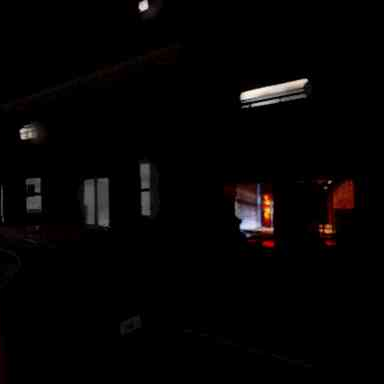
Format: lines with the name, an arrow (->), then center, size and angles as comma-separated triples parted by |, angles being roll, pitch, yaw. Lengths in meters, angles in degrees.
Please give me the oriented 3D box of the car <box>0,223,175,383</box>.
car -> -2.523, 1.365, 4.538 | 5.009, 1.841, 2.192 | -1, -1, 36
